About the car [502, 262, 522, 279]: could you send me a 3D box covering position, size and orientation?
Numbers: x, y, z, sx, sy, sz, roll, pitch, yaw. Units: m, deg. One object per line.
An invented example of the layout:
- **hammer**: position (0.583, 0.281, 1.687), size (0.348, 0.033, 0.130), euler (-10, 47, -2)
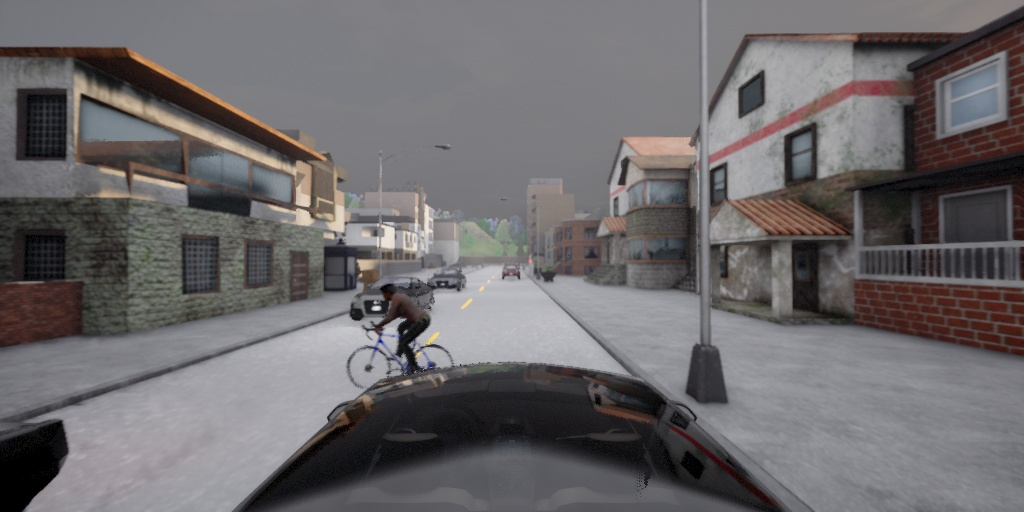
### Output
- **car**: position (-0.085, 1.658, 37.737), size (1.812, 1.442, 4.674), euler (0, -1, 0)

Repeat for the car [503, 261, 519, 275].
- **car**: position (-0.158, 1.605, 49.213), size (2.097, 1.767, 4.553), euler (0, -1, 0)

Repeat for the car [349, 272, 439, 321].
- **car**: position (-4.145, 1.434, 12.952), size (1.994, 1.385, 4.181), euler (0, -1, 0)

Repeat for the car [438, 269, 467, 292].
- **car**: position (-4.176, 1.547, 23.614), size (1.994, 1.385, 4.181), euler (0, -1, 1)

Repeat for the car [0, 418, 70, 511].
- **car**: position (-4.086, 1.336, 0.270), size (1.895, 1.301, 4.718), euler (0, -1, 0)

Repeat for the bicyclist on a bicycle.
- **bicyclist on a bicycle**: position (-1.722, 1.242, 5.500), size (1.656, 1.620, 0.582), euler (-1, -1, 0)
